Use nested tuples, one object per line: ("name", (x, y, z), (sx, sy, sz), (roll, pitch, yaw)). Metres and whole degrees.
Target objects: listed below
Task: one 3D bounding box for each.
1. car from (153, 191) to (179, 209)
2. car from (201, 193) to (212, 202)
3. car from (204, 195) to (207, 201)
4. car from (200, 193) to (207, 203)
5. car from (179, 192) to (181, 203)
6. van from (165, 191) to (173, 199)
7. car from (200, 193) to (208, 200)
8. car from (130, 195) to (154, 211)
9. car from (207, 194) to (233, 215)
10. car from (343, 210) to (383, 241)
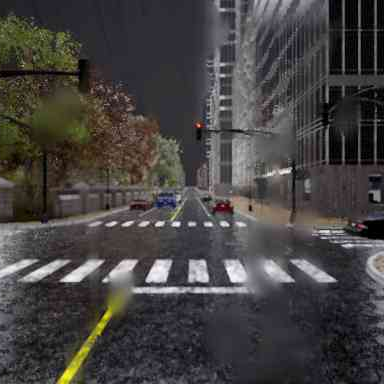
("car", (-3.083, 0.946, 41.177), (2.150, 2.045, 5.566), (0, 0, 0))
("car", (2.703, 0.997, 64.970), (1.967, 1.590, 4.097), (0, 0, 0))
("car", (2.698, 1.322, 36.566), (1.947, 1.339, 4.313), (0, 0, 0))
("car", (2.702, 1.166, 59.290), (1.947, 1.339, 4.313), (0, 0, 0))
("car", (-3.034, 0.837, 57.460), (2.150, 2.045, 5.566), (0, 0, 1))
("van", (-5.674, 0.761, 82.027), (1.690, 1.788, 3.998), (0, 0, 0))
("car", (2.705, 0.991, 76.506), (1.752, 1.417, 4.829), (0, 0, 0))
("car", (-5.682, 1.300, 36.564), (1.887, 1.381, 4.507), (0, 0, 0))
("car", (2.698, 1.234, 30.885), (1.967, 1.590, 4.097), (0, 0, 0))
("car", (9.288, 1.413, 13.943), (5.357, 1.411, 2.033), (0, 0, 1))
